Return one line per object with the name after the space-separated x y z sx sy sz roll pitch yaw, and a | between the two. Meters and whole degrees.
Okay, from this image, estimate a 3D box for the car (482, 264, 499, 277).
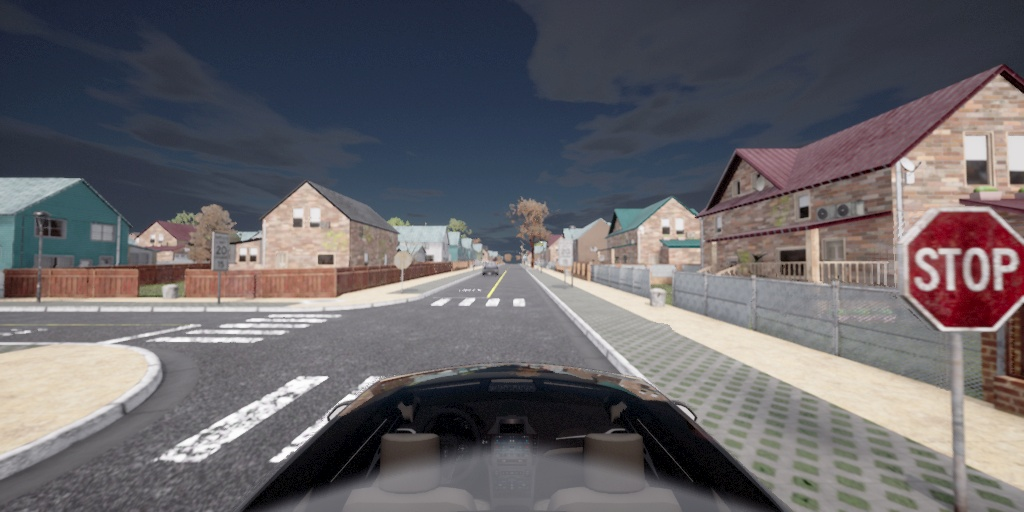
-2.424 1.575 41.606 2.033 1.411 5.357 0 0 0 | car
